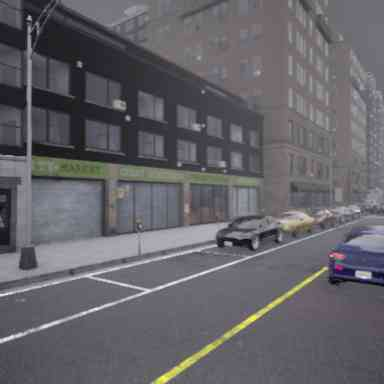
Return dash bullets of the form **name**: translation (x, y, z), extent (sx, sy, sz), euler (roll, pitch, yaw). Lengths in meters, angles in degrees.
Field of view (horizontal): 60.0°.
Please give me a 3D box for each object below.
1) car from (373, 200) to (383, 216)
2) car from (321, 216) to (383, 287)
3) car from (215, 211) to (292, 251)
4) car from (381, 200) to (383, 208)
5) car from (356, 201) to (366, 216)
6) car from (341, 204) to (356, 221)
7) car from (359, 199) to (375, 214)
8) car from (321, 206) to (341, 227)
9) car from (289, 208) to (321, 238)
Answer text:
- **car**: translation (22.390, 1.875, 37.919), extent (1.882, 1.535, 5.008), euler (-1, -1, 36)
- **car**: translation (5.039, 1.624, 9.028), extent (1.812, 1.442, 4.674), euler (-1, -1, 36)
- **car**: translation (2.754, 1.745, 15.229), extent (1.947, 1.339, 4.313), euler (-1, -1, 36)
- **car**: translation (37.299, 2.198, 62.983), extent (2.008, 1.369, 4.403), euler (-1, -1, 36)
- **car**: translation (15.444, 1.907, 32.771), extent (2.008, 1.369, 4.403), euler (-1, -1, 36)
- **car**: translation (12.272, 1.864, 28.385), extent (2.008, 1.369, 4.403), euler (-1, -1, 36)
- **car**: translation (21.788, 1.756, 41.544), extent (2.192, 1.841, 5.009), euler (-1, -1, 36)
- **car**: translation (9.099, 1.852, 24.000), extent (1.802, 1.307, 4.206), euler (-1, -1, 36)
- **car**: translation (5.827, 1.749, 19.477), extent (1.752, 1.417, 4.829), euler (-1, -1, 36)
